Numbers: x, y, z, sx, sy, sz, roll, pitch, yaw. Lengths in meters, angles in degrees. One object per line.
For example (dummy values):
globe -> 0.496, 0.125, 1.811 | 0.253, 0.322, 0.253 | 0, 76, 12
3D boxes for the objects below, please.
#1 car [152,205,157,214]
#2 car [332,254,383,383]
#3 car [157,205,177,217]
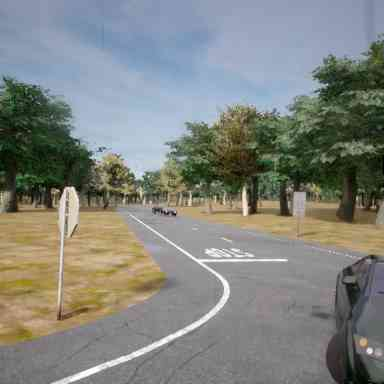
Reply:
car -> -5.709, 2.959, 56.887 | 1.882, 1.535, 5.008 | 3, -2, -14
car -> 3.113, 1.643, 4.634 | 1.994, 1.385, 4.181 | 1, -1, 22
car -> -3.457, 2.848, 48.040 | 1.895, 1.301, 4.718 | 3, -2, -13
